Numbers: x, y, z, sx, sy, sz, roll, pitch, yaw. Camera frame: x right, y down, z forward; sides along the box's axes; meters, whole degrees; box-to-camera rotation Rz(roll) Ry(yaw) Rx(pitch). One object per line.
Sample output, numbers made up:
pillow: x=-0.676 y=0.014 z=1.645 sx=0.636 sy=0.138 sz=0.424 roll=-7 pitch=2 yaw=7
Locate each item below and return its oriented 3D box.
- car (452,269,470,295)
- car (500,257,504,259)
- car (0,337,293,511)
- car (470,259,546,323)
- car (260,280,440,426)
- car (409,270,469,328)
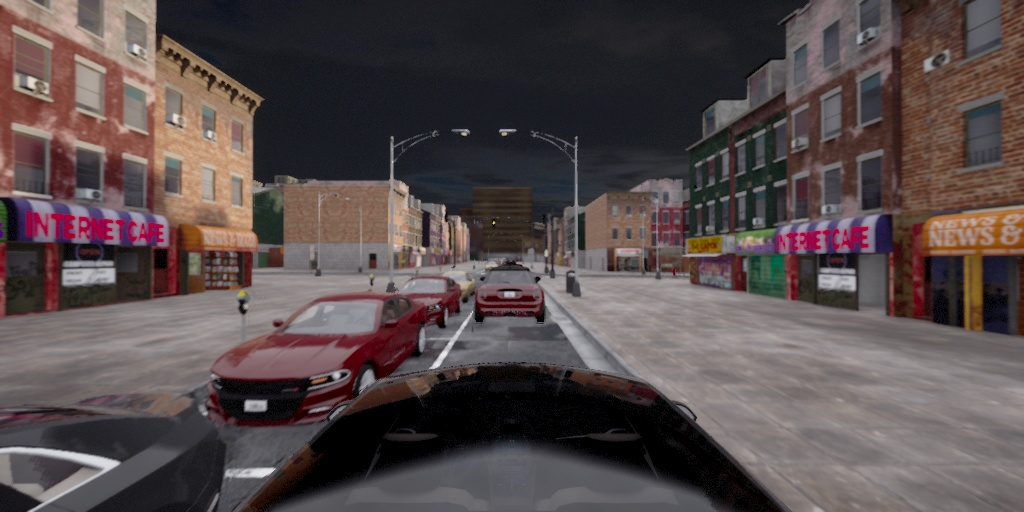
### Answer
car: x=-2.672 y=1.293 z=16.758 sx=1.751 sy=1.417 sz=4.829 roll=0 pitch=0 yaw=0
car: x=-2.764 y=1.176 z=54.327 sx=2.192 sy=1.841 sz=5.009 roll=0 pitch=0 yaw=0
car: x=-2.633 y=1.299 z=0.446 sx=2.007 sy=1.370 sz=4.403 roll=0 pitch=0 yaw=0
car: x=-0.055 y=1.114 z=12.329 sx=2.097 sy=1.767 sz=4.553 roll=0 pitch=0 yaw=0
car: x=-2.646 y=1.298 z=5.940 sx=1.888 sy=1.381 sz=4.507 roll=0 pitch=0 yaw=0
car: x=-2.659 y=1.305 z=11.434 sx=1.888 sy=1.381 sz=4.507 roll=0 pitch=0 yaw=0
